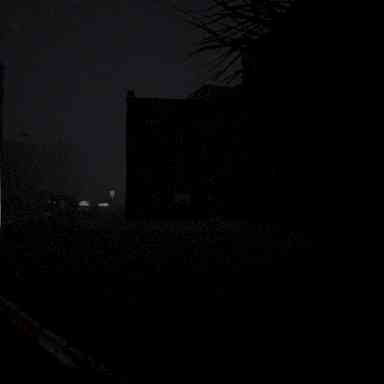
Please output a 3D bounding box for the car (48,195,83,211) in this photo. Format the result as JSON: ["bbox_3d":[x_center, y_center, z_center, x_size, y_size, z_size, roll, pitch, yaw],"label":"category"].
[{"bbox_3d":[-16.750,1.398,43.498,2.150,2.045,5.566,1,0,2],"label":"car"}]

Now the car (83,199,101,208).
[{"bbox_3d":[-16.523,1.777,53.217,1.812,1.442,4.674,1,0,2],"label":"car"}]

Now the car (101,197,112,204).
[{"bbox_3d":[-19.387,1.851,75.211,2.128,1.511,4.902,1,0,2],"label":"car"}]
